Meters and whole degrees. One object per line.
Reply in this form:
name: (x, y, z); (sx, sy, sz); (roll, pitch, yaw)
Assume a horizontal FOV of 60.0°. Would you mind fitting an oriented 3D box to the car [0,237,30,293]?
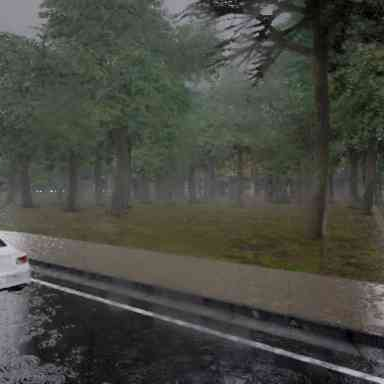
car: (-5.491, 1.507, 7.545); (4.674, 1.442, 1.812); (0, 0, 36)
